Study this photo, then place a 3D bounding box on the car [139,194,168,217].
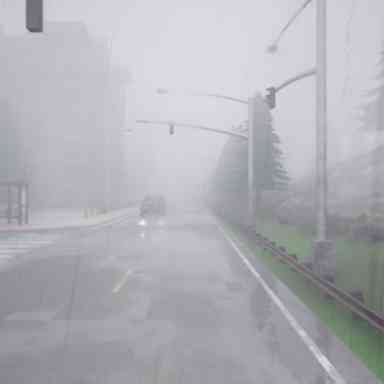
[{"bbox_3d":[-3.494,1.222,31.042,2.150,2.045,5.566,0,0,0],"label":"car"}]
